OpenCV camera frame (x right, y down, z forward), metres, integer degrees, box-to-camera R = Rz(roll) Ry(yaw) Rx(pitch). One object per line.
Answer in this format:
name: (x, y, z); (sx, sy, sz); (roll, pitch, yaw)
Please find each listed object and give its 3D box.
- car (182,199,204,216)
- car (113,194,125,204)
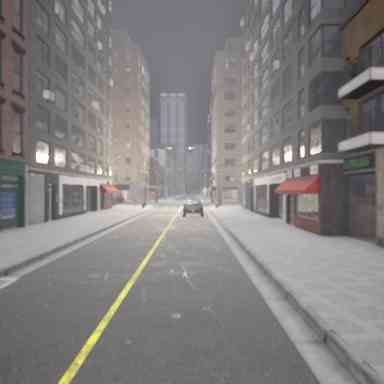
car: (0.111, 1.431, 31.314); (2.128, 1.511, 4.902); (0, 0, 0)
car: (-14.871, 1.222, 61.014); (5.009, 1.841, 2.192); (0, 0, 0)
